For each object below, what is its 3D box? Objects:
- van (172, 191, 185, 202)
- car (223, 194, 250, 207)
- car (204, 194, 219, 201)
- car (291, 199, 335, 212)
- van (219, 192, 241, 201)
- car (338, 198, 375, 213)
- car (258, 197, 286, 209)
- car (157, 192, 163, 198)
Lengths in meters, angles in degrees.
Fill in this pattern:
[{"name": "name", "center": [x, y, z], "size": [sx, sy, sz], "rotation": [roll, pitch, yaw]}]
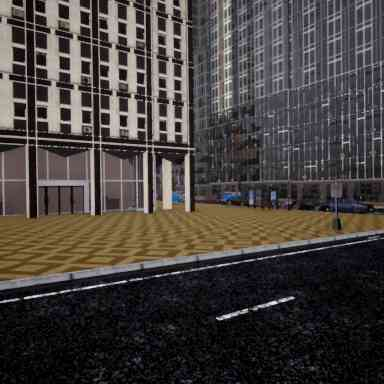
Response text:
[{"name": "van", "center": [-2.907, 0.936, 60.231], "size": [1.690, 1.788, 3.998], "rotation": [0, 1, -34]}, {"name": "car", "center": [6.640, 1.318, 46.109], "size": [1.947, 1.339, 4.313], "rotation": [-1, 1, -34]}, {"name": "car", "center": [4.021, 1.041, 64.947], "size": [1.802, 1.307, 4.206], "rotation": [-1, 1, -34]}, {"name": "car", "center": [12.973, 1.422, 36.667], "size": [1.947, 1.339, 4.313], "rotation": [-1, 1, -34]}, {"name": "van", "center": [7.218, 0.853, 60.245], "size": [1.690, 1.788, 3.998], "rotation": [-1, 1, -34]}, {"name": "car", "center": [16.710, 1.384, 35.997], "size": [2.033, 1.411, 5.357], "rotation": [-1, 1, -34]}, {"name": "car", "center": [9.789, 1.386, 41.378], "size": [1.802, 1.307, 4.206], "rotation": [-1, 1, -34]}, {"name": "car", "center": [-5.572, 0.613, 79.041], "size": [2.192, 1.841, 5.009], "rotation": [0, 1, -34]}]
